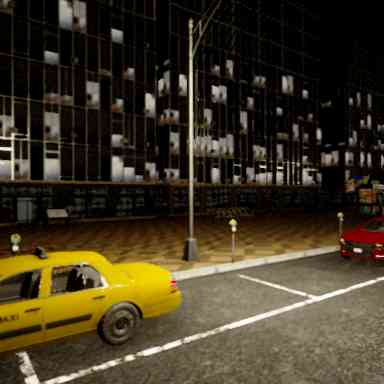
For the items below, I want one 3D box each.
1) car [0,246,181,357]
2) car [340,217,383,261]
[{"bbox_3d":[-2.464,1.525,4.805,4.829,1.417,1.752,0,0,-36],"label":"car"},{"bbox_3d":[6.903,1.541,11.487,4.507,1.381,1.887,0,0,-36],"label":"car"}]
